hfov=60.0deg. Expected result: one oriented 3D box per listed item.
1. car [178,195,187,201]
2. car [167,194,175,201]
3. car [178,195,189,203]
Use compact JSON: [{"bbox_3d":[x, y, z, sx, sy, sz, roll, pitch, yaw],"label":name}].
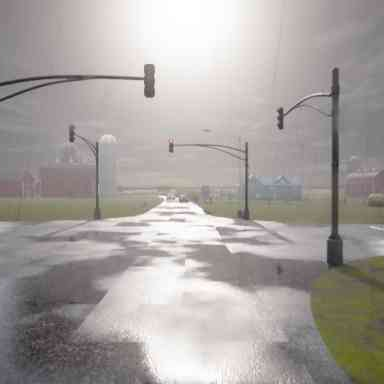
[{"bbox_3d":[-2.297,1.442,79.873,1.837,1.490,4.892,0,0,-4],"label":"car"},{"bbox_3d":[-4.676,1.162,73.890,1.812,1.442,4.674,0,0,-3],"label":"car"},{"bbox_3d":[-1.691,1.604,69.889,1.895,1.301,4.718,0,0,-3],"label":"car"}]
